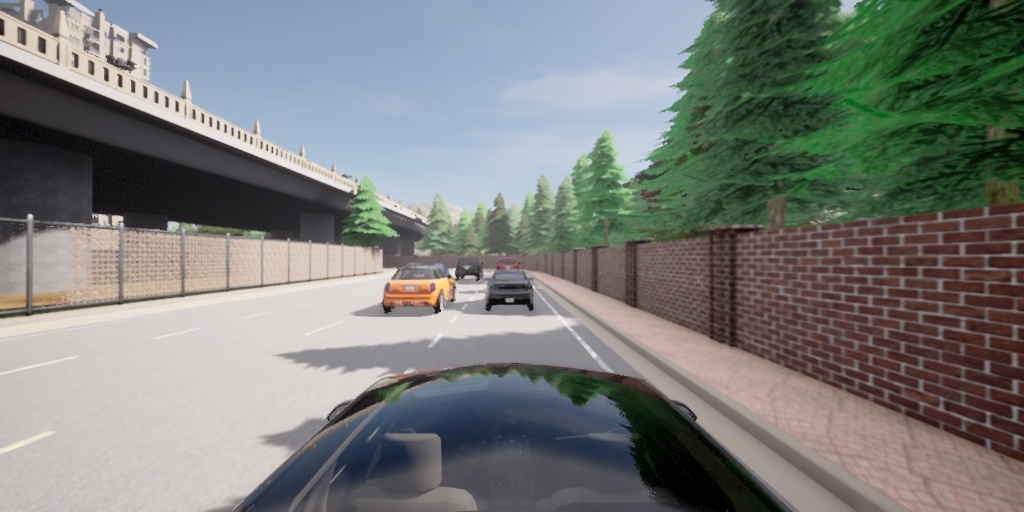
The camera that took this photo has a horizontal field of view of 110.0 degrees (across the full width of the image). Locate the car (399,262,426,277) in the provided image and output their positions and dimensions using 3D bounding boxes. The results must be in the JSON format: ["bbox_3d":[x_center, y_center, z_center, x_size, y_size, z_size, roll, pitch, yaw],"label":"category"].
[{"bbox_3d":[-11.230,1.490,40.643,1.837,1.490,4.892,1,0,-2],"label":"car"}]

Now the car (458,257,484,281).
[{"bbox_3d":[-3.882,1.157,33.216,2.150,2.045,5.566,0,0,-1],"label":"car"}]

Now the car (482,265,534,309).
[{"bbox_3d":[-0.108,1.336,15.309,1.837,1.490,4.892,0,0,-1],"label":"car"}]

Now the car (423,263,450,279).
[{"bbox_3d":[-7.623,1.484,36.484,1.812,1.442,4.674,0,0,-1],"label":"car"}]

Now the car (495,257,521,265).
[{"bbox_3d":[-0.380,1.154,33.190,2.150,2.045,5.566,0,0,-1],"label":"car"}]

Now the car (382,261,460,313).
[{"bbox_3d":[-3.601,1.179,14.678,2.097,1.767,4.553,0,0,-1],"label":"car"}]
